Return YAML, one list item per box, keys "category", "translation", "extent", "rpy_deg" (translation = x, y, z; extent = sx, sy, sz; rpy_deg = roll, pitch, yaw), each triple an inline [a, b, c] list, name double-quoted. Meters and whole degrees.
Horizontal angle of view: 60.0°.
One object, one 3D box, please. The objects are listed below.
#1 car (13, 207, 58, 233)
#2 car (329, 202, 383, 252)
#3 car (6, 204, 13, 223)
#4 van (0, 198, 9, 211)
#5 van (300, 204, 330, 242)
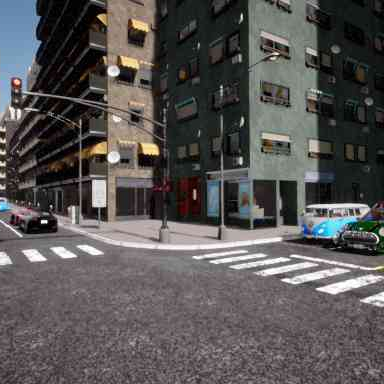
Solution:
- category: "car"
  translation: [-9.595, 1.743, 20.708]
  extent: [1.947, 1.339, 4.313]
  rpy_deg: [1, -1, -34]
- category: "car"
  translation: [8.046, 1.429, 13.620]
  extent: [4.553, 1.767, 2.097]
  rpy_deg: [0, -1, -34]
- category: "car"
  translation: [-12.718, 1.783, 25.321]
  extent: [1.802, 1.307, 4.206]
  rpy_deg: [1, -1, -34]
- category: "van"
  translation: [-25.208, 1.641, 43.779]
  extent: [1.690, 1.788, 3.998]
  rpy_deg: [1, -1, -34]
- category: "van"
  translation: [6.955, 1.466, 15.997]
  extent: [3.998, 1.788, 1.690]
  rpy_deg: [0, -1, -34]
